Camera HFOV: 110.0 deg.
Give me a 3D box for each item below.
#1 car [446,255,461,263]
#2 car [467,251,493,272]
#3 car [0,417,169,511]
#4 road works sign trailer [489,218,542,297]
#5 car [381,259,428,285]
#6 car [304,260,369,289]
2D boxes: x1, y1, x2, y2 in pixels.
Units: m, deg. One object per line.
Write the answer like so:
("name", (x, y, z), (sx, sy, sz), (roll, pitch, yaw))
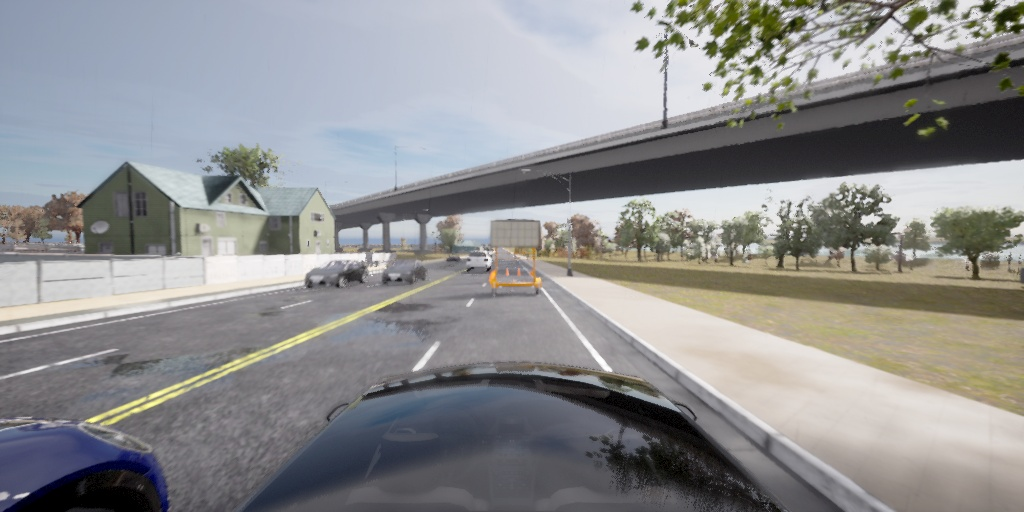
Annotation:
("car", (-10.015, 0.526, 61.382), (1.895, 1.301, 4.718), (0, 1, 0))
("car", (-3.203, 0.492, 35.991), (2.150, 2.045, 5.566), (0, 1, 0))
("car", (-3.149, 1.122, 0.265), (2.097, 1.767, 4.553), (0, 1, 0))
("road works sign trailer", (0.141, -0.007, 17.328), (2.380, 3.560, 2.880), (0, 0, -3))
("car", (-6.599, 0.948, 22.509), (2.128, 1.511, 4.902), (0, 1, 0))
("car", (-9.848, 0.976, 20.489), (2.128, 1.511, 4.902), (0, 1, 0))
